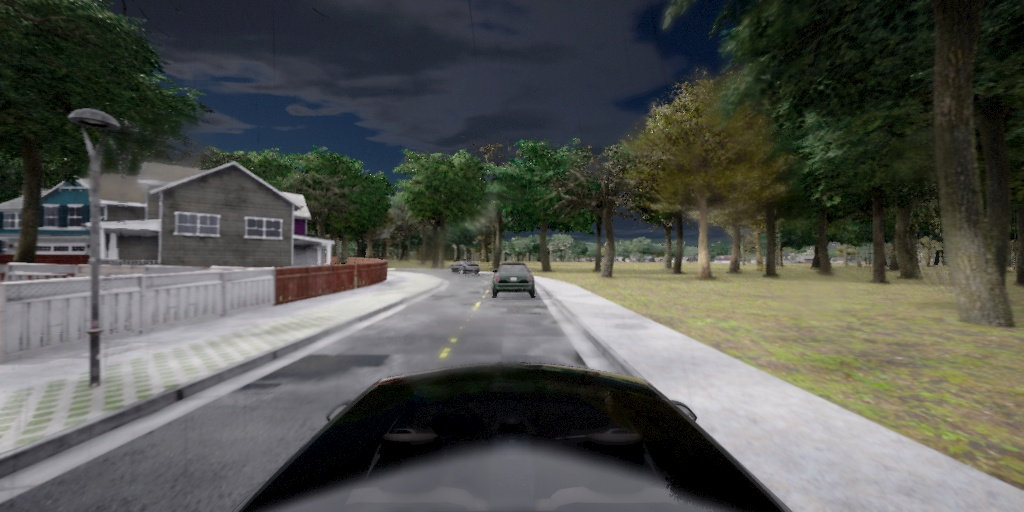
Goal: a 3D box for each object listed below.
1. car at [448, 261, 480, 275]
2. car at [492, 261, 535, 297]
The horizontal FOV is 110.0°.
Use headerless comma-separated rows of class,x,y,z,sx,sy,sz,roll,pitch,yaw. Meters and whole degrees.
car,-5.213,1.262,38.563,2.128,1.511,4.902,1,-1,-33
car,0.055,1.111,19.037,2.097,1.767,4.553,0,0,-1
